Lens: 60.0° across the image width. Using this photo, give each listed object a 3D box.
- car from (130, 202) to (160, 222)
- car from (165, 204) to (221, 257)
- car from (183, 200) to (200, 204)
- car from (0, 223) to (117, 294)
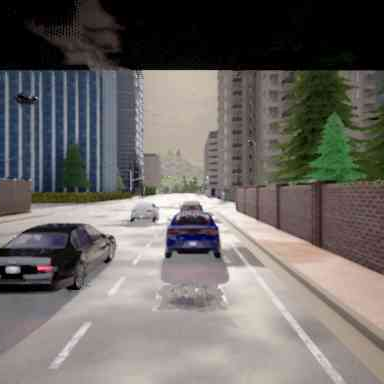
[{"bbox_3d":[-3.526,1.472,25.466,1.812,1.442,4.674,0,0,0],"label":"car"},{"bbox_3d":[0.028,1.449,12.851,1.882,1.535,5.008,0,0,0],"label":"car"},{"bbox_3d":[-0.029,1.441,27.464,1.837,1.490,4.892,0,0,0],"label":"car"},{"bbox_3d":[-3.439,1.531,8.882,2.033,1.411,5.357,0,0,0],"label":"car"}]
